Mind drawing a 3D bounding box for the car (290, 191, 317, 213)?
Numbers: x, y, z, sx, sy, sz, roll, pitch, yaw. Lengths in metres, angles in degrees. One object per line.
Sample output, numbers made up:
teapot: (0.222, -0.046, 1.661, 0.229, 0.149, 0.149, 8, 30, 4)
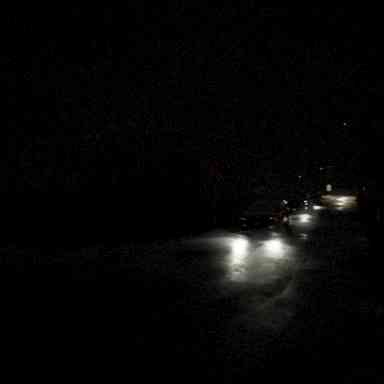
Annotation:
car: (9.136, 0.796, 28.417, 2.097, 1.767, 4.553, 2, 2, 26)

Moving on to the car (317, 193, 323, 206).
car: (14.350, 0.834, 39.214, 2.033, 1.411, 5.357, 2, 1, 26)

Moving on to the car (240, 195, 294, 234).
car: (3.869, 1.106, 17.125, 1.882, 1.535, 5.008, 2, 2, 22)
